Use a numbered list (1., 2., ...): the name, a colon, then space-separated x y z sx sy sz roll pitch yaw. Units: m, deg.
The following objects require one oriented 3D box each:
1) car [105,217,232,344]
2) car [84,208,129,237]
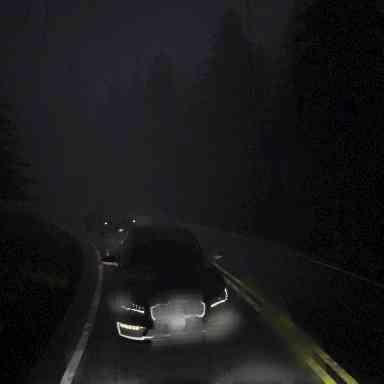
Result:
1. car: -0.644 1.495 6.803 1.837 1.490 4.892 -1 0 -11
2. car: -4.631 1.611 18.541 1.895 1.301 4.718 -3 1 -29
